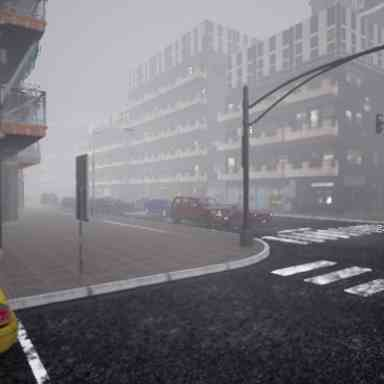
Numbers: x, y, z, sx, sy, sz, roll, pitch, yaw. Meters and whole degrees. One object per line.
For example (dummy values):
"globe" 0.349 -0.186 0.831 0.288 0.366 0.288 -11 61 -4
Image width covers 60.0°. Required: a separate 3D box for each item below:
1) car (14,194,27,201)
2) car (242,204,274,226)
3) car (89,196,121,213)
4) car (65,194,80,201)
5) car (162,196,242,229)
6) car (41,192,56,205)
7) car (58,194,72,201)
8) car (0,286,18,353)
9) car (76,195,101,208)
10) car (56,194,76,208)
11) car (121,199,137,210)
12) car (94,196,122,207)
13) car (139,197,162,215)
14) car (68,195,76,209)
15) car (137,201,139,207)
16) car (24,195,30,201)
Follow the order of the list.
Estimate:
"car" -39.367 1.202 76.197 1.967 1.590 4.097 0 0 -36
"car" 3.088 1.466 21.987 1.895 1.301 4.718 0 0 -37
"car" -9.472 1.374 34.901 1.887 1.381 4.507 0 0 -36
"car" -25.935 1.154 71.935 1.967 1.590 4.097 0 0 -36
"car" 0.492 1.192 21.135 2.192 1.841 5.009 0 0 -36
"car" -22.759 1.093 53.255 2.192 1.841 5.009 0 0 -36
"car" -29.255 1.264 76.523 2.008 1.369 4.403 0 0 -36
"car" -4.511 1.536 3.344 4.829 1.417 1.752 0 0 -35
"car" -14.451 1.261 46.275 1.882 1.535 5.008 0 0 -36
"car" -16.116 1.367 44.080 1.947 1.339 4.313 0 0 -36
"car" -8.431 1.410 37.890 1.895 1.301 4.718 0 0 -36
"car" -12.419 1.310 48.842 2.033 1.411 5.357 0 0 -36
"car" -2.506 1.314 29.690 1.882 1.535 5.008 0 0 -36
"car" -12.794 1.381 39.491 1.947 1.339 4.313 0 0 -36
"car" -6.006 1.348 44.405 1.802 1.307 4.206 0 0 -36
"car" -36.045 1.344 71.610 1.802 1.307 4.206 0 0 -36
